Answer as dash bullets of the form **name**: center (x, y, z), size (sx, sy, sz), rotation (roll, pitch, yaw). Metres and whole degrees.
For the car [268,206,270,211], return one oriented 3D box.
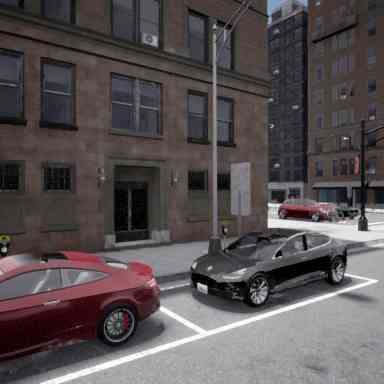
- **car**: center (6.099, 1.457, 35.712), size (1.837, 1.490, 4.892), rotation (0, 0, -36)

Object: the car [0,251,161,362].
- **car**: center (-2.457, 1.582, 4.782), size (4.206, 1.307, 1.802), rotation (0, 0, -35)

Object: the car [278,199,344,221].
- **car**: center (9.046, 1.341, 26.170), size (2.097, 1.767, 4.553), rotation (0, 0, -36)

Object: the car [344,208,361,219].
- **car**: center (11.593, 1.580, 28.192), size (1.895, 1.301, 4.718), rotation (0, 0, -36)

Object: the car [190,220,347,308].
- **car**: center (1.981, 1.566, 7.947), size (4.313, 1.339, 1.947), rotation (0, 0, -35)
